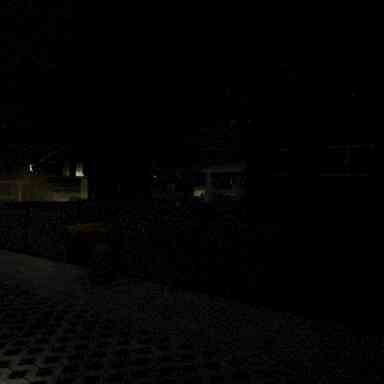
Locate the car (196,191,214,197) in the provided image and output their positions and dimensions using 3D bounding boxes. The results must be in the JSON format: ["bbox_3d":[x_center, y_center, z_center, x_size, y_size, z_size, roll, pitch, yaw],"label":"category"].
[{"bbox_3d":[2.365,0.638,49.070,2.097,1.767,4.553,2,2,36],"label":"car"}]

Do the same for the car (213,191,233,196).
[{"bbox_3d":[5.196,0.952,48.147,1.895,1.301,4.718,2,2,36],"label":"car"}]

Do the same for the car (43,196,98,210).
[{"bbox_3d":[-10.931,1.115,30.406,2.033,1.411,5.357,2,2,35],"label":"car"}]
